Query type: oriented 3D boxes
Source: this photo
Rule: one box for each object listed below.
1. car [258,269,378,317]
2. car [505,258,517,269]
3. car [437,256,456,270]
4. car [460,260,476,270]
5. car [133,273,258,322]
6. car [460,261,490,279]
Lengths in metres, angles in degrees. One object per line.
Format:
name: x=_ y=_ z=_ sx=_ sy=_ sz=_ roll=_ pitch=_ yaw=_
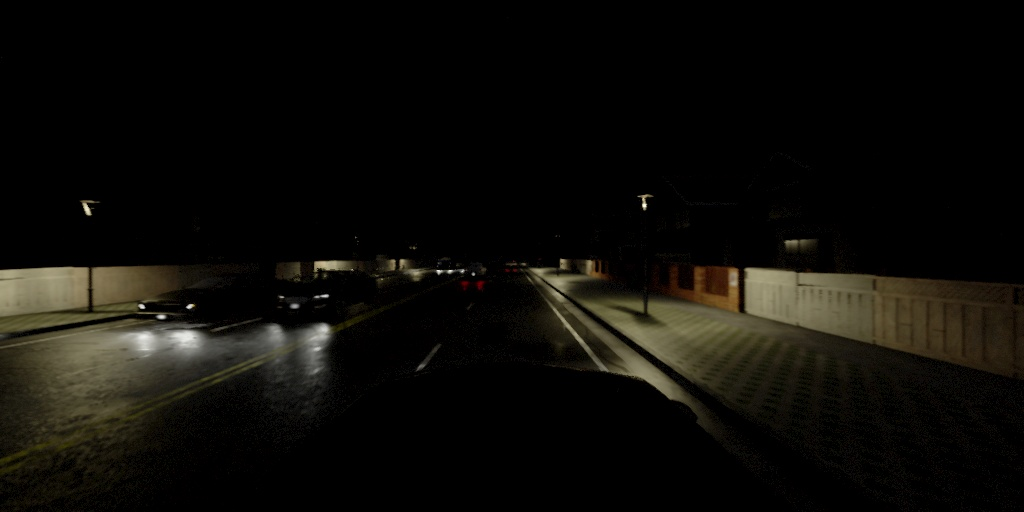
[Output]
car: x=-6.646 y=1.268 z=13.417 sx=2.128 sy=1.511 sz=4.902 roll=0 pitch=0 yaw=0
car: x=-0.172 y=1.408 z=59.820 sx=1.895 sy=1.301 sz=4.718 roll=0 pitch=0 yaw=0
car: x=-10.048 y=1.059 z=55.467 sx=2.150 sy=2.045 sz=5.566 roll=0 pitch=0 yaw=0
car: x=-6.800 y=1.391 z=55.633 sx=1.994 sy=1.385 sz=4.181 roll=0 pitch=0 yaw=0
car: x=-9.894 y=1.337 z=12.770 sx=2.033 sy=1.411 sz=5.357 roll=0 pitch=0 yaw=0
car: x=-3.292 y=1.305 z=32.796 sx=1.812 sy=1.442 sz=4.674 roll=0 pitch=0 yaw=0
